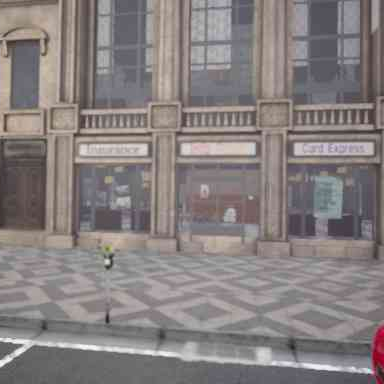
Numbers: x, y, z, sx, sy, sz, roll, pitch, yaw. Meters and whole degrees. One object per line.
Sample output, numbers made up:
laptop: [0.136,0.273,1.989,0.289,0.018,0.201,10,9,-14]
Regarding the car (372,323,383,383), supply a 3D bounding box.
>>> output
car: [4.541,1.356,2.496,5.566,2.045,2.150,1,-1,8]
